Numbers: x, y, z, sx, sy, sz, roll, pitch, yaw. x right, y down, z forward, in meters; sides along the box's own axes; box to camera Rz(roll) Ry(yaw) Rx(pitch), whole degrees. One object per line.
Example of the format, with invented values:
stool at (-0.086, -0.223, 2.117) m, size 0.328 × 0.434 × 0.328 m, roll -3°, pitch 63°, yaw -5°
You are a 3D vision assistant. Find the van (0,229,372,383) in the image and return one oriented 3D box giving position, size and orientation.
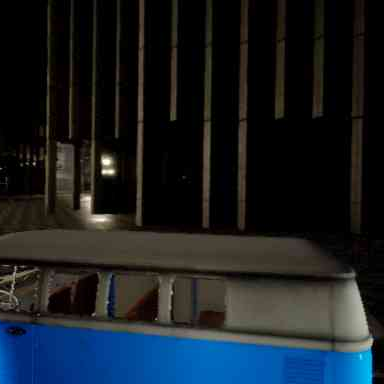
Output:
van at (-0.428, 1.325, 3.328) m, size 3.998 × 1.788 × 1.690 m, roll 1°, pitch 0°, yaw 10°
